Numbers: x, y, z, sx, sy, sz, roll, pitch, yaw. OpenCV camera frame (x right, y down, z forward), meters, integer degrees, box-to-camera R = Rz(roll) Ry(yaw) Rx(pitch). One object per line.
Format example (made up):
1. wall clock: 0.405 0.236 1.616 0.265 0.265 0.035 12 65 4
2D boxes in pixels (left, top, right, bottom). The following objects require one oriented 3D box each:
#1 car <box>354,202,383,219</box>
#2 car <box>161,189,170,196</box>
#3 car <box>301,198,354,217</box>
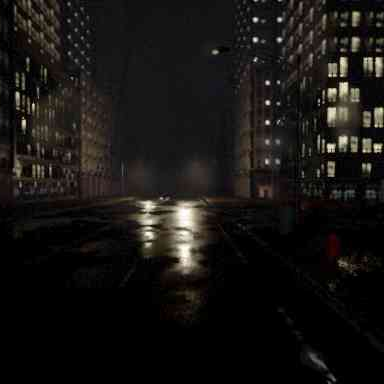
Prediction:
1. car: 15.923 1.498 26.731 4.403 1.369 2.008 1 1 -1
2. car: -6.493 0.092 81.632 1.882 1.535 5.008 0 1 0
3. car: 12.253 1.309 29.494 5.008 1.535 1.882 1 2 -1
